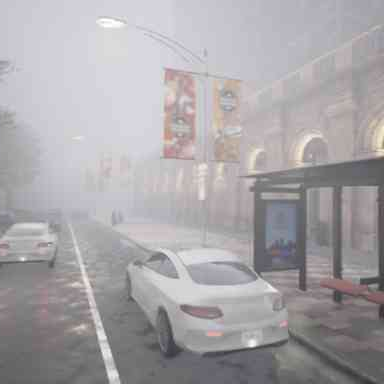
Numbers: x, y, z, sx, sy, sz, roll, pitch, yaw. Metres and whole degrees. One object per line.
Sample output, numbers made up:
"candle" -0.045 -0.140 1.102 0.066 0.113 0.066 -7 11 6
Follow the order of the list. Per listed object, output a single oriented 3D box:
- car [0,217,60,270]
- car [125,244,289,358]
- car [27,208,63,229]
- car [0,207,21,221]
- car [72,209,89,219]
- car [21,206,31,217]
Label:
"car" -5.979 1.849 12.271 1.812 1.442 4.674 1 -2 -21
"car" -0.061 1.739 6.420 1.812 1.442 4.674 1 -2 -21
"car" -10.875 2.216 25.131 2.033 1.411 5.357 1 -2 -21
"car" -15.056 2.128 26.237 1.882 1.535 5.008 1 -2 -21
"car" -14.412 2.784 42.941 1.895 1.301 4.718 1 -2 -21
"car" -21.245 2.554 42.172 1.882 1.535 5.008 1 -2 -21
